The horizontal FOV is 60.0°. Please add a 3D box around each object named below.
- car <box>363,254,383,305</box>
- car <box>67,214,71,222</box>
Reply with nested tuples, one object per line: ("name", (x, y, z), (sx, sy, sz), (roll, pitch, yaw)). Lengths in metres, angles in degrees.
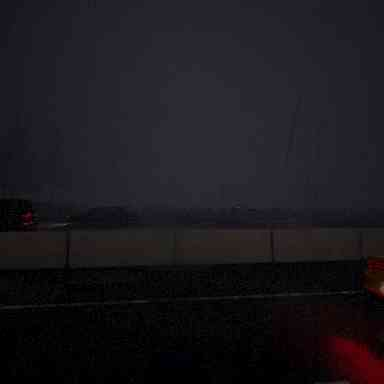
("car", (5.874, 1.591, 6.322), (5.008, 1.535, 1.882), (0, -1, -9))
("car", (-6.771, 1.797, 25.734), (5.357, 1.411, 2.033), (0, -1, -9))
